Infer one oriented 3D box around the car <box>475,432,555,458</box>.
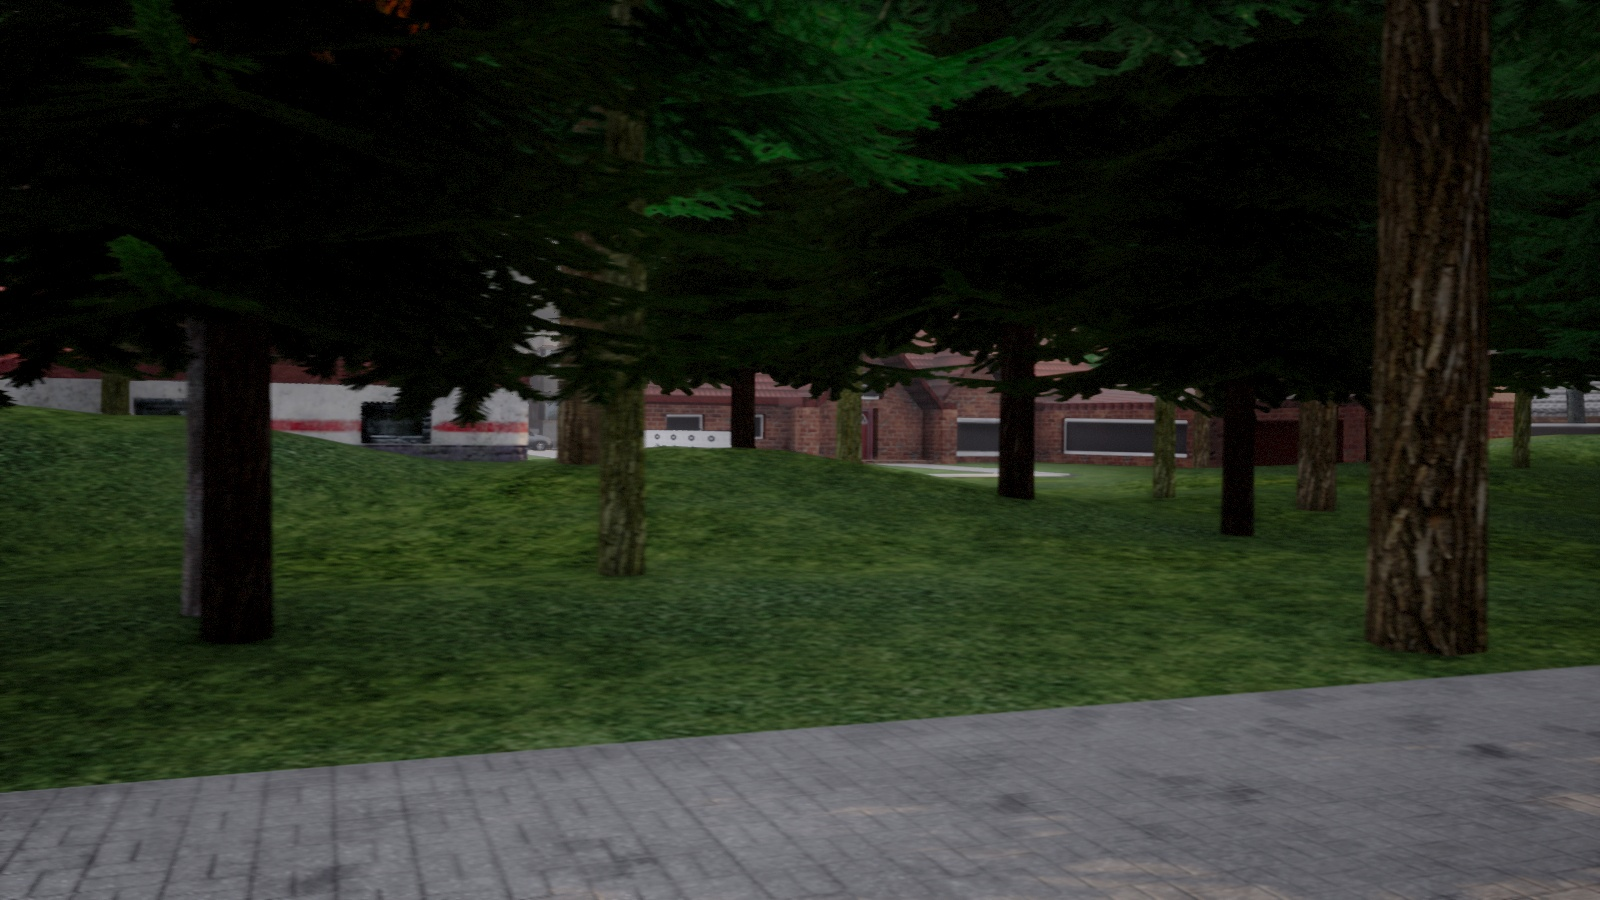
[{"bbox_3d":[-17.368,-0.312,76.515,4.514,1.525,2.007,-1,1,-21],"label":"car"}]
